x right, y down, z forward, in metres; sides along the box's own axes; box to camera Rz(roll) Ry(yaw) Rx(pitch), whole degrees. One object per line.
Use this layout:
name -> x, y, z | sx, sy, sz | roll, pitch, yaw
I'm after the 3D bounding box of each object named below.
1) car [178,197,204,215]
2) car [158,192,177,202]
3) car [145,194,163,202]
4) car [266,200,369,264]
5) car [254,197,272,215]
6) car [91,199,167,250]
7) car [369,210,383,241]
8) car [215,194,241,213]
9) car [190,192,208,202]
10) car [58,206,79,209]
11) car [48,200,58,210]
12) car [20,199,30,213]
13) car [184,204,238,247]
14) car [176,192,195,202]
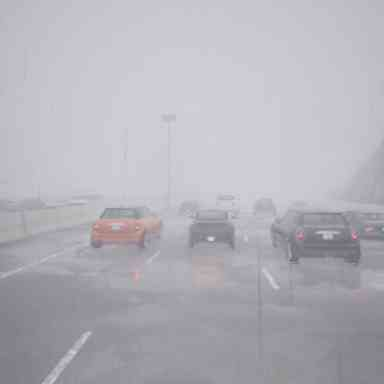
car -> 0.030, 1.466, 32.909 | 1.837, 1.490, 4.892 | 0, 0, 11
car -> -5.406, 1.108, 74.651 | 2.150, 2.045, 5.566 | 0, 0, 22
car -> -8.577, 1.349, 76.139 | 1.882, 1.535, 5.008 | 0, 0, 22
car -> 4.190, 1.346, 12.010 | 2.097, 1.767, 4.553 | 0, 0, 4
car -> 7.366, 1.327, 33.779 | 2.097, 1.767, 4.553 | 0, 0, 12
car -> -2.619, 1.329, 14.401 | 2.097, 1.767, 4.553 | 0, 0, 5
car -> 8.002, 1.545, 15.779 | 2.033, 1.411, 5.357 | 0, 0, 6
car -> 3.556, 1.190, 32.817 | 2.150, 2.045, 5.566 | 0, 0, 11
car -> 1.605, 1.137, 73.218 | 2.150, 2.045, 5.566 | 0, 0, 23
car -> -10.722, 1.159, 33.688 | 2.150, 2.045, 5.566 | 0, 0, 11
car -> -13.828, 1.406, 35.916 | 1.882, 1.535, 5.008 | 0, 0, 12
car -> -17.513, 1.427, 35.324 | 1.837, 1.490, 4.892 | 0, 0, 11
car -> 0.929, 1.490, 14.870 | 1.837, 1.490, 4.892 | 0, 0, 5
car -> -1.397, 1.126, 75.077 | 2.150, 2.045, 5.566 | 0, 0, 23
